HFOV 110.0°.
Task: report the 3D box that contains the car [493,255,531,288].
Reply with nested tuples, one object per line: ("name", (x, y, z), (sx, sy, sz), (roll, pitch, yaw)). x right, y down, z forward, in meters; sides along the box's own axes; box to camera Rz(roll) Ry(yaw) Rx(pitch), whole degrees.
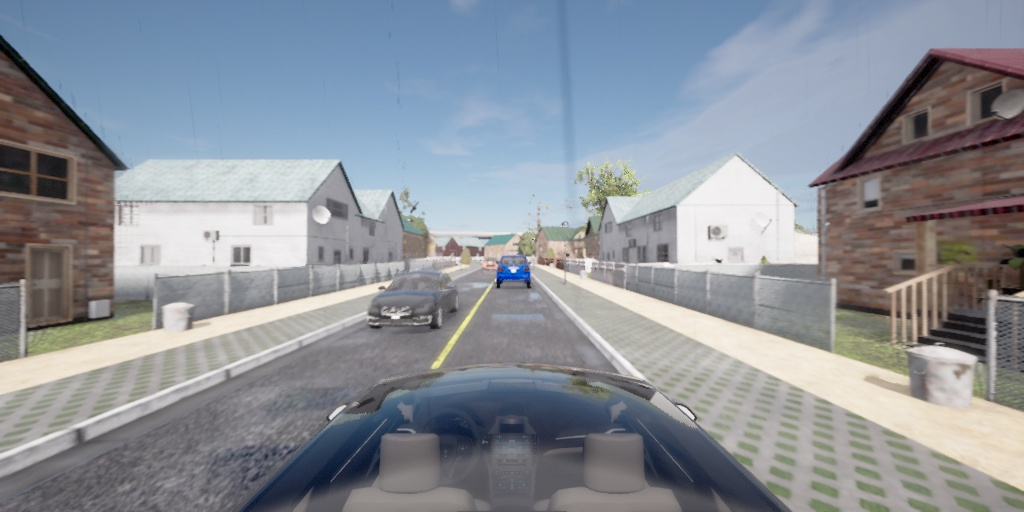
("car", (0.103, 0.915, 23.593), (2.150, 2.045, 5.566), (0, 1, 0))

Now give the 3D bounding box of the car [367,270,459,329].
("car", (-2.829, 1.230, 11.168), (1.837, 1.490, 4.892), (0, 0, 0))

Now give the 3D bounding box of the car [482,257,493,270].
("car", (-2.806, 0.961, 48.230), (2.097, 1.767, 4.553), (0, 0, 0))
